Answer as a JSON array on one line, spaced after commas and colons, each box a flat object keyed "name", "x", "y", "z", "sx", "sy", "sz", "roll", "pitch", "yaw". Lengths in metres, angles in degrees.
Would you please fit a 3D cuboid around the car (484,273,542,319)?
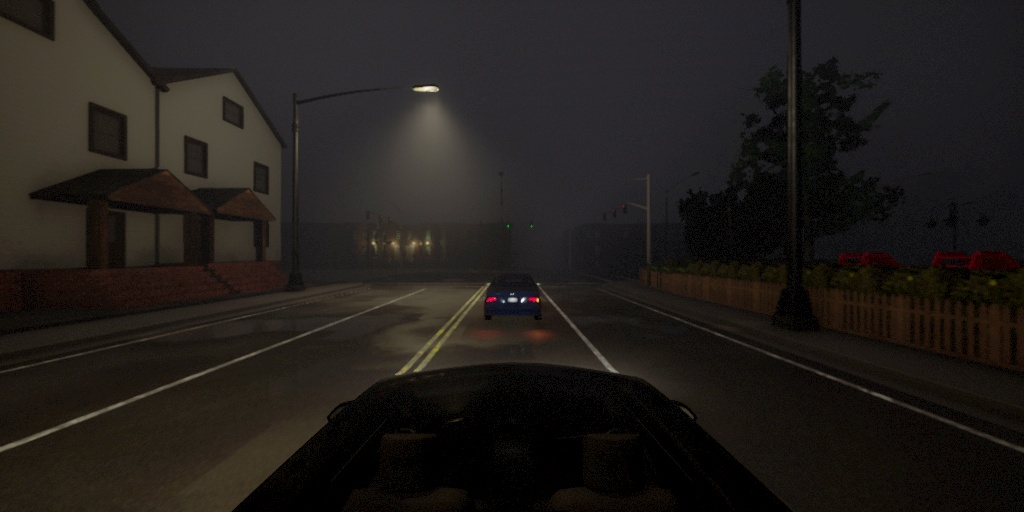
[{"name": "car", "x": 0.045, "y": 1.300, "z": 12.755, "sx": 2.033, "sy": 1.411, "sz": 5.357, "roll": 0, "pitch": 0, "yaw": 1}]

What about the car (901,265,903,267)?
[{"name": "car", "x": 37.574, "y": 1.248, "z": 37.252, "sx": 4.902, "sy": 1.511, "sz": 2.128, "roll": 0, "pitch": 0, "yaw": 0}]

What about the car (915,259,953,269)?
[{"name": "car", "x": 40.880, "y": 1.108, "z": 33.695, "sx": 4.553, "sy": 1.767, "sz": 2.097, "roll": 0, "pitch": 0, "yaw": 0}]
